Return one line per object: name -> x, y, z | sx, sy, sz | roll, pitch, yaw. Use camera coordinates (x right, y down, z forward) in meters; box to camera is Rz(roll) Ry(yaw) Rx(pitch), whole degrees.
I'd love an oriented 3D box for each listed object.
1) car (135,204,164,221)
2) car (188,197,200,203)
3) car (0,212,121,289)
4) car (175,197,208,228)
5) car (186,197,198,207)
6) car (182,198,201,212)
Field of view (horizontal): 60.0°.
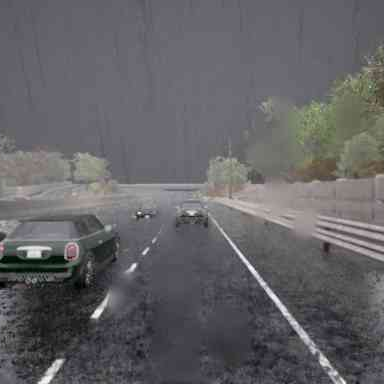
car -> -3.413, 1.629, 27.535 | 1.895, 1.301, 4.718 | 0, 0, 0
car -> 0.396, 1.739, 71.266 | 1.895, 1.301, 4.718 | 0, 0, 8
car -> -3.405, 1.356, 9.303 | 2.097, 1.767, 4.553 | 0, 0, 0
car -> -0.010, 1.371, 22.668 | 2.097, 1.767, 4.553 | 0, 0, 0
car -> -0.026, 1.623, 54.600 | 1.812, 1.442, 4.674 | 0, 0, 0
car -> -0.018, 1.550, 40.272 | 2.128, 1.511, 4.902 | 0, 0, 0
